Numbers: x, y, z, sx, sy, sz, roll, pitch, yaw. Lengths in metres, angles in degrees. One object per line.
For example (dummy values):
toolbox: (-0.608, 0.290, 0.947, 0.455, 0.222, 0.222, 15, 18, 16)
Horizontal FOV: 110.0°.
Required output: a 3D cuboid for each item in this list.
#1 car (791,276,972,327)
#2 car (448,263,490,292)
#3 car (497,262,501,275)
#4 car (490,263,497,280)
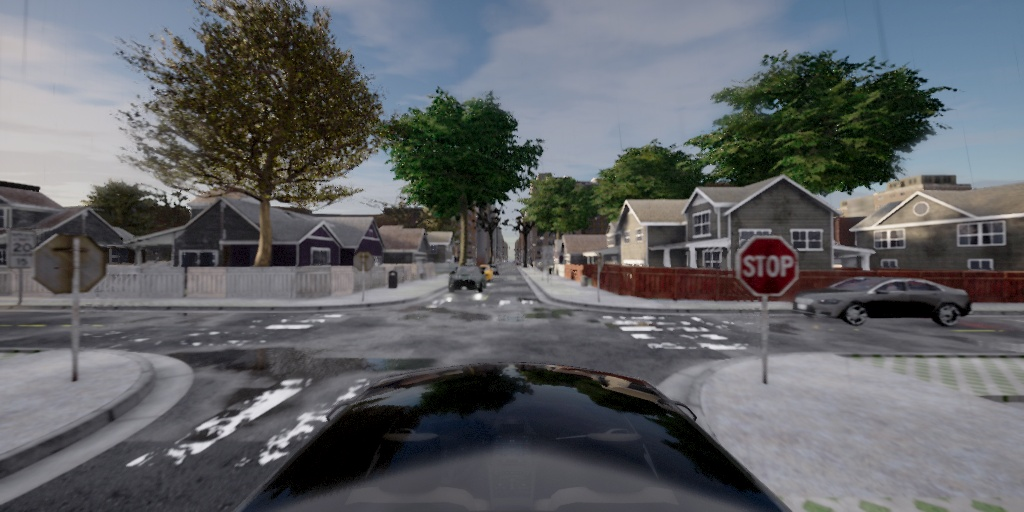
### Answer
car: (12.140, 1.441, 11.987, 4.902, 1.511, 2.128, 0, -1, 0)
car: (-2.840, 1.371, 23.654, 2.097, 1.767, 4.553, 0, -1, 0)
car: (-2.816, 1.858, 48.434, 1.812, 1.442, 4.674, 0, 0, 0)
car: (-2.833, 1.625, 33.935, 1.882, 1.535, 5.008, 0, 0, 2)
